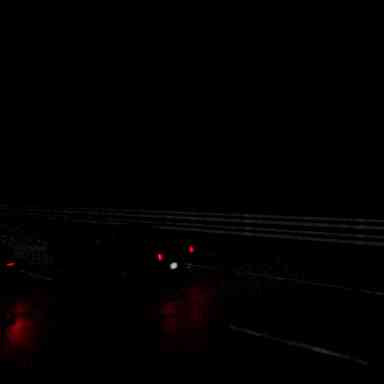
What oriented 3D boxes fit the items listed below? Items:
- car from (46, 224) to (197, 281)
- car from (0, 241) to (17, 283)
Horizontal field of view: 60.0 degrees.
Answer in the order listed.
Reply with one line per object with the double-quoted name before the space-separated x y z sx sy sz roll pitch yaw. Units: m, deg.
"car" -2.269 1.623 9.913 4.718 1.301 1.895 0 0 36
"car" -6.259 1.555 8.461 4.674 1.442 1.812 0 0 36
